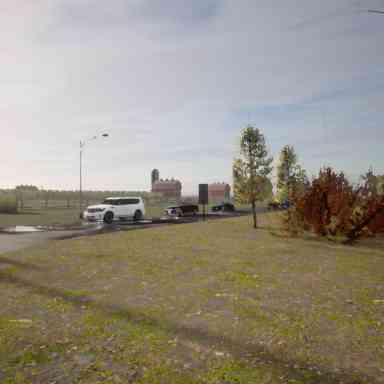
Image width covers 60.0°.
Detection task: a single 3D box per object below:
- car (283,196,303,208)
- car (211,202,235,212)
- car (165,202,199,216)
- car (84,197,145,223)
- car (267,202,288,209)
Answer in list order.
[{"bbox_3d":[18.766,1.782,61.646,2.150,2.045,5.566,-1,-1,32],"label":"car"},{"bbox_3d":[4.285,1.986,45.201,1.994,1.385,4.181,-1,-1,32],"label":"car"},{"bbox_3d":[-1.053,1.817,36.685,2.128,1.511,4.902,-1,-1,32],"label":"car"},{"bbox_3d":[-6.386,1.452,28.169,2.150,2.045,5.566,-1,-1,34],"label":"car"},{"bbox_3d":[13.533,1.965,53.123,1.837,1.490,4.892,-1,-1,32],"label":"car"}]
